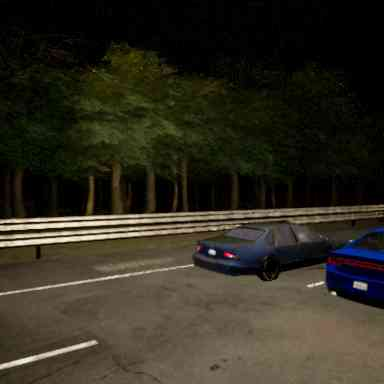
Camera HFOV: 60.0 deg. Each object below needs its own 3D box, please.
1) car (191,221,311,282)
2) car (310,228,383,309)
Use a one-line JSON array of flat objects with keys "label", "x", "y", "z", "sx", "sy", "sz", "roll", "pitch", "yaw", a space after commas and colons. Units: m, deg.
[{"label": "car", "x": 2.553, "y": 1.583, "z": 9.867, "sx": 5.357, "sy": 1.411, "sz": 2.033, "roll": 0, "pitch": 0, "yaw": -35}, {"label": "car", "x": 4.985, "y": 1.516, "z": 7.306, "sx": 5.008, "sy": 1.535, "sz": 1.882, "roll": 0, "pitch": 0, "yaw": -36}]
